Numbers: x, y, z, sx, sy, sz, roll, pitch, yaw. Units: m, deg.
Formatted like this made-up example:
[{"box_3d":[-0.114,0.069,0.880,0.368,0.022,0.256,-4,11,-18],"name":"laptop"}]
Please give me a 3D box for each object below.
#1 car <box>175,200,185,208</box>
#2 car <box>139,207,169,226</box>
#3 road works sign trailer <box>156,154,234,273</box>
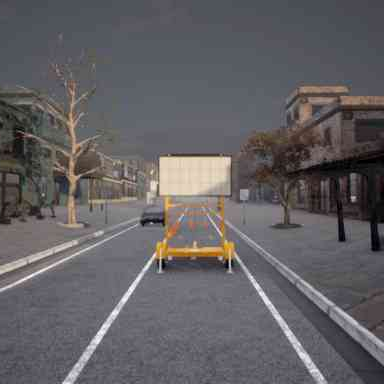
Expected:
[{"box_3d":[-2.356,2.363,67.181,2.128,1.511,4.902,0,0,1],"name":"car"},{"box_3d":[-2.843,1.865,26.326,2.033,1.411,5.357,0,-1,1],"name":"car"},{"box_3d":[0.105,0.551,10.933,2.380,3.560,2.880,0,-1,1],"name":"road works sign trailer"}]
